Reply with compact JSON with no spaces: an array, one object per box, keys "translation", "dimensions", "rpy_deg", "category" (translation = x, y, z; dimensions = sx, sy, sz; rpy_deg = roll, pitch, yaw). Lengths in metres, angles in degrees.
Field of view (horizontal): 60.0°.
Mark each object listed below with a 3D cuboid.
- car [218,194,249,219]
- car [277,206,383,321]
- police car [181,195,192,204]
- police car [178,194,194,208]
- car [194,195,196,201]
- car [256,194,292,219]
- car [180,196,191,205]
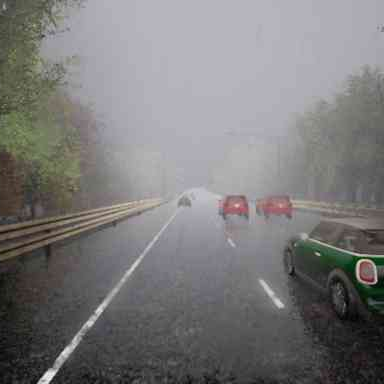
[{"translation":[3.600,1.218,29.306],"dimensions":[2.150,2.045,5.566],"rpy_deg":[0,0,0],"category":"car"},{"translation":[3.600,1.351,7.418],"dimensions":[2.097,1.767,4.553],"rpy_deg":[0,0,0],"category":"car"},{"translation":[-1.052,1.417,65.017],"dimensions":[1.930,1.638,5.238],"rpy_deg":[0,0,0],"category":"police car"},{"translation":[-1.051,1.419,49.011],"dimensions":[1.930,1.638,5.238],"rpy_deg":[0,0,0],"category":"police car"},{"translation":[-0.002,1.466,83.196],"dimensions":[2.033,1.411,5.357],"rpy_deg":[0,0,0],"category":"car"},{"translation":[7.100,1.218,29.202],"dimensions":[2.150,2.045,5.566],"rpy_deg":[0,0,0],"category":"car"},{"translation":[-1.051,1.470,58.905],"dimensions":[1.882,1.535,5.008],"rpy_deg":[0,0,0],"category":"car"}]
